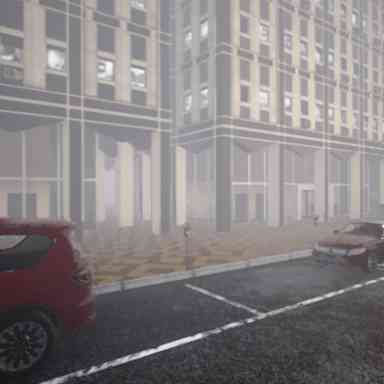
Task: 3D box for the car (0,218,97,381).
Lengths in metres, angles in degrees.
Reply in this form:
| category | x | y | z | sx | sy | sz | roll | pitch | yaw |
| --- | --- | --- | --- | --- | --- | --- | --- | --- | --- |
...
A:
| category | x | y | z | sx | sy | sz | roll | pitch | yaw |
| --- | --- | --- | --- | --- | --- | --- | --- | --- | --- |
| car | -3.677 | 1.315 | 3.939 | 5.009 | 1.841 | 2.192 | 0 | 0 | -36 |

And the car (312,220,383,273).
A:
| category | x | y | z | sx | sy | sz | roll | pitch | yaw |
| --- | --- | --- | --- | --- | --- | --- | --- | --- | --- |
| car | 5.596 | 1.576 | 10.562 | 4.206 | 1.307 | 1.802 | 0 | 0 | -36 |
